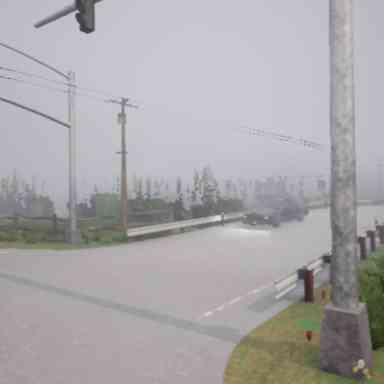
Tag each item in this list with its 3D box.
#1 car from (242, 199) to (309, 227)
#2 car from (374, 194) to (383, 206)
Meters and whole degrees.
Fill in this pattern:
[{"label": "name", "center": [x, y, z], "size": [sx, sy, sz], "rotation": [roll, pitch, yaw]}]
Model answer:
[{"label": "car", "center": [5.127, 1.133, 19.875], "size": [2.033, 1.411, 5.357], "rotation": [-1, 2, 42]}, {"label": "car", "center": [22.709, 0.887, 38.277], "size": [2.033, 1.411, 5.357], "rotation": [-1, -2, 45]}]
